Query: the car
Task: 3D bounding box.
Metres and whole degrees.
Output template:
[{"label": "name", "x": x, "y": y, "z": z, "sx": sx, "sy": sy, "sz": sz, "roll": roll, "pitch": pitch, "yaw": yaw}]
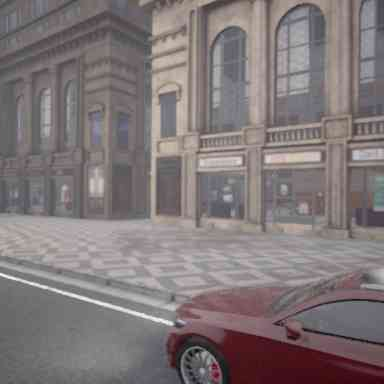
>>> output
[{"label": "car", "x": 1.868, "y": 1.550, "z": 3.403, "sx": 4.674, "sy": 1.442, "sz": 1.812, "roll": 0, "pitch": 0, "yaw": 35}]
